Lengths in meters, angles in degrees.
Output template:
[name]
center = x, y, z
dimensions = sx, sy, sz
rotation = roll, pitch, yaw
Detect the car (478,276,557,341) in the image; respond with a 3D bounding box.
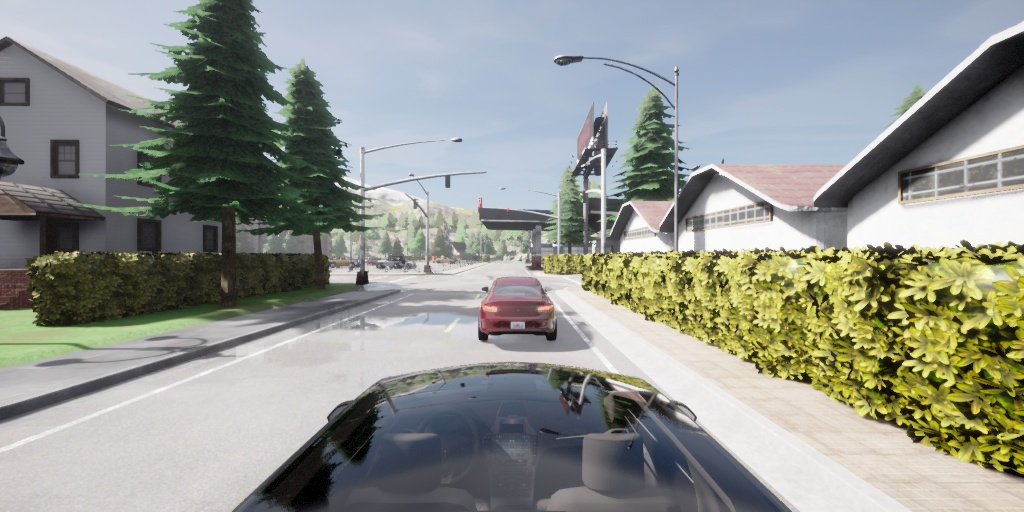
[car]
center = 0.129, 1.276, 9.766
dimensions = 1.812, 1.442, 4.674
rotation = 0, 0, 0
